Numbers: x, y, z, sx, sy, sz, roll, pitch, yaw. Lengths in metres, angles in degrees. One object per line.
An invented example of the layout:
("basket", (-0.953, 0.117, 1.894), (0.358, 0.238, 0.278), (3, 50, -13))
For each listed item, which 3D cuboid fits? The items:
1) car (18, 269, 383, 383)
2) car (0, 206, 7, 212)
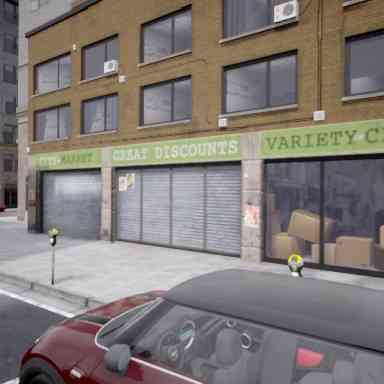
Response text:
("car", (0.280, 1.441, 2.866), (4.097, 1.590, 1.967), (0, 1, 35))
("car", (-19.390, 1.495, 29.745), (1.895, 1.301, 4.718), (1, 1, 34))
